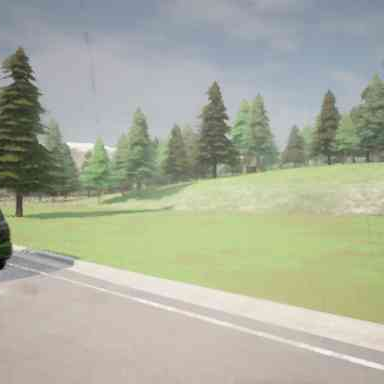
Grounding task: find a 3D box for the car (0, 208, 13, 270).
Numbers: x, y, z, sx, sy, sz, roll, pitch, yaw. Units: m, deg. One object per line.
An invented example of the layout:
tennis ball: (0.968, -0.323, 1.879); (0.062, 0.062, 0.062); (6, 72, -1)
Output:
car: (-7.342, 1.214, 9.723); (5.566, 2.045, 2.150); (0, 0, 39)
